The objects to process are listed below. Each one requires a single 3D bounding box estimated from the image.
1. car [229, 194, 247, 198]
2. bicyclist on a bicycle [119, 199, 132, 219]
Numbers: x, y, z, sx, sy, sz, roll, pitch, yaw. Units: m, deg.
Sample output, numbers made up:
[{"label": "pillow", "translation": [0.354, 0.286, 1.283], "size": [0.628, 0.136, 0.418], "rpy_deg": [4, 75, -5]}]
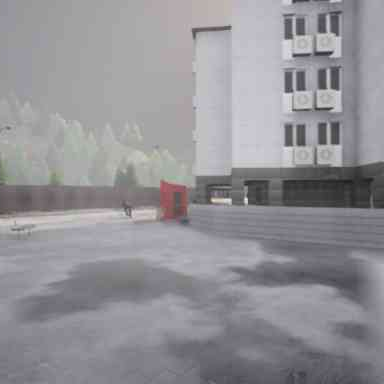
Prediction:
[{"label": "car", "translation": [7.810, 1.334, 54.216], "size": [2.150, 2.045, 5.566], "rpy_deg": [0, 0, 36]}, {"label": "bicyclist on a bicycle", "translation": [-5.622, 1.441, 28.137], "size": [1.656, 1.620, 0.582], "rpy_deg": [-1, 0, 35]}]
